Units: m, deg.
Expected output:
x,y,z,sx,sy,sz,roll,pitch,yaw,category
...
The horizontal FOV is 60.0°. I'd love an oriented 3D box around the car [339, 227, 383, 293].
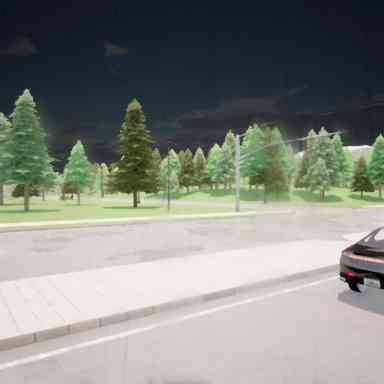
x,y,z,sx,sy,sz,roll,pitch,yaw,category
5.356,1.489,7.625,4.902,1.511,2.128,0,0,-35,car
